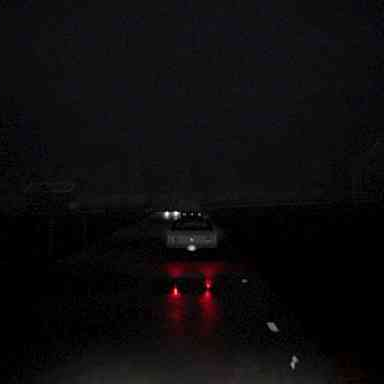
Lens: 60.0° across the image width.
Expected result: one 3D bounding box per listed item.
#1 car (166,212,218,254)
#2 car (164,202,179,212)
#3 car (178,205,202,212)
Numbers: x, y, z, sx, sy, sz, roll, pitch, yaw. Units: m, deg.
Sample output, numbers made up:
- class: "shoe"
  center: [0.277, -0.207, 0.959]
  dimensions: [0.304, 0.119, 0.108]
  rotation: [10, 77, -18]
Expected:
- class: "car"
  center: [0.000, 1.738, 14.115]
  dimensions: [1.895, 1.301, 4.718]
  rotation: [0, -1, 0]
- class: "car"
  center: [-2.758, 2.030, 46.449]
  dimensions: [1.994, 1.385, 4.181]
  rotation: [0, -1, 0]
- class: "car"
  center: [-0.001, 1.884, 29.110]
  dimensions: [1.895, 1.301, 4.718]
  rotation: [0, -1, 0]
